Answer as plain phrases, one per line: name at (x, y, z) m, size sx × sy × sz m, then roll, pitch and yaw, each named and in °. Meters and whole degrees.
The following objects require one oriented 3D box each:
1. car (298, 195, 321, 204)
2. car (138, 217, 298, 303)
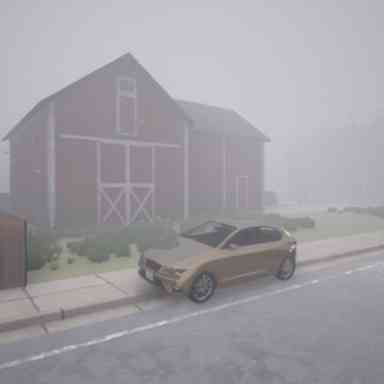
car at (19.720, 1.209, 55.999) m, size 1.812 × 1.442 × 4.674 m, roll 0°, pitch 0°, yaw -14°
car at (0.793, 1.422, 8.085) m, size 4.193 × 1.474 × 1.816 m, roll 0°, pitch 6°, yaw -38°
